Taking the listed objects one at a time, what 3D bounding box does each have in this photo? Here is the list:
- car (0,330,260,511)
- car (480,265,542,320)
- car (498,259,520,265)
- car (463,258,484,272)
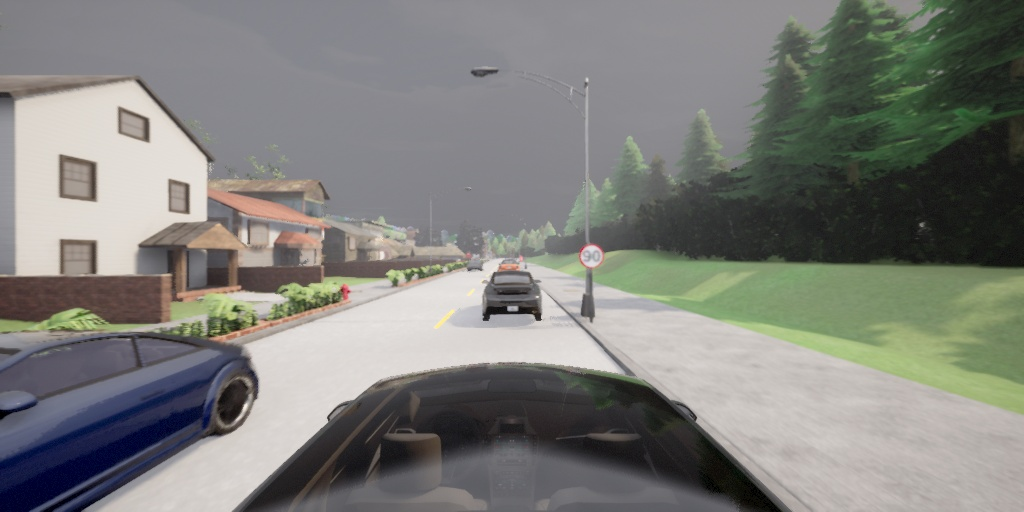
[{"bbox_3d":[-4.093,1.335,2.700,1.994,1.385,4.181,0,0,-1],"label":"car"},{"bbox_3d":[-0.014,1.248,12.610,1.837,1.490,4.892,0,0,-1],"label":"car"},{"bbox_3d":[-0.301,1.083,35.530,2.097,1.767,4.553,0,0,-1],"label":"car"},{"bbox_3d":[-4.604,1.253,45.296,1.837,1.490,4.892,0,0,0],"label":"car"}]
